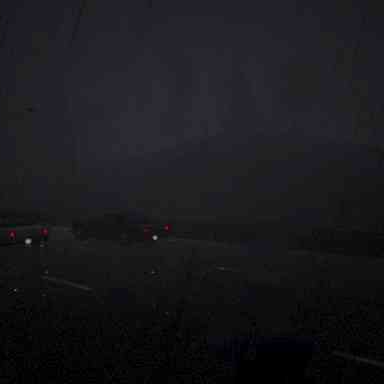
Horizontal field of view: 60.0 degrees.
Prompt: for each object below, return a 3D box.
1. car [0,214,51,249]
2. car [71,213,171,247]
[{"bbox_3d":[-8.125,1.602,14.068,4.718,1.301,1.895,0,0,35],"label":"car"},{"bbox_3d":[-3.333,1.587,14.982,4.718,1.301,1.895,0,0,35],"label":"car"}]
